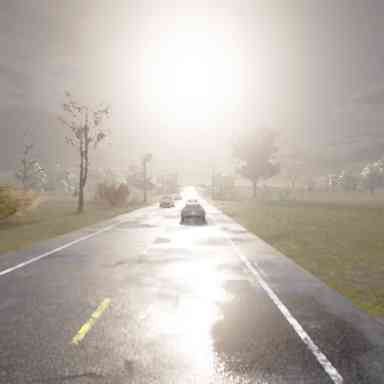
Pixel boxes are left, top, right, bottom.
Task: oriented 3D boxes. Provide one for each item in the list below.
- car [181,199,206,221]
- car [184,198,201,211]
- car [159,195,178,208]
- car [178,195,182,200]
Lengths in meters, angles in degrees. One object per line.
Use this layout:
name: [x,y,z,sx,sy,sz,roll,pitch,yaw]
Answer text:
car: [0.098,1.564,27.290,1.994,1.385,4.181,0,0,0]
car: [0.098,1.544,42.458,2.033,1.411,5.357,0,0,0]
car: [-3.576,1.346,48.084,2.097,1.767,4.553,0,0,0]
car: [-3.500,1.494,87.515,1.812,1.442,4.674,0,0,0]
